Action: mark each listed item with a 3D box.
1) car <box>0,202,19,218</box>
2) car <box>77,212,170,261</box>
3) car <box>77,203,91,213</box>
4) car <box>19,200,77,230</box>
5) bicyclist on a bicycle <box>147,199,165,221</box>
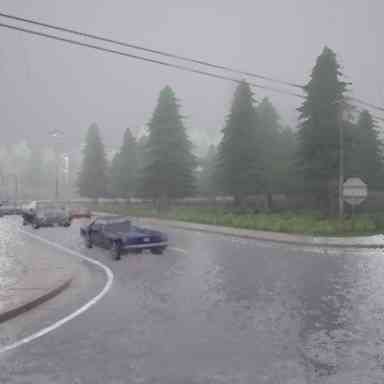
[{"bbox_3d":[-17.193,1.624,31.542,1.994,1.385,4.181,0,0,-38],"label":"car"},{"bbox_3d":[-2.726,1.647,12.810,1.895,1.301,4.718,0,0,-34],"label":"car"},{"bbox_3d":[-10.274,1.624,28.682,1.994,1.385,4.181,0,0,-38],"label":"car"},{"bbox_3d":[-9.533,1.406,21.743,2.097,1.767,4.553,0,0,-38],"label":"car"},{"bbox_3d":[-2.698,1.360,25.150,1.656,1.620,0.582,0,0,-38],"label":"bicyclist on a bicycle"}]
